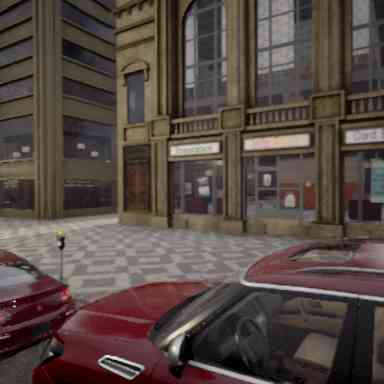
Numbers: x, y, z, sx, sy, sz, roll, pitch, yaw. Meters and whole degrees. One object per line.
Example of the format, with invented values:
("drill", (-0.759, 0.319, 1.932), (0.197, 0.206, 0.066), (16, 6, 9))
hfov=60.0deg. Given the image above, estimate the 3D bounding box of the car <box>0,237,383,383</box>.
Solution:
("car", (1.107, 1.283, 2.265), (5.009, 1.841, 2.192), (0, 1, 32))
